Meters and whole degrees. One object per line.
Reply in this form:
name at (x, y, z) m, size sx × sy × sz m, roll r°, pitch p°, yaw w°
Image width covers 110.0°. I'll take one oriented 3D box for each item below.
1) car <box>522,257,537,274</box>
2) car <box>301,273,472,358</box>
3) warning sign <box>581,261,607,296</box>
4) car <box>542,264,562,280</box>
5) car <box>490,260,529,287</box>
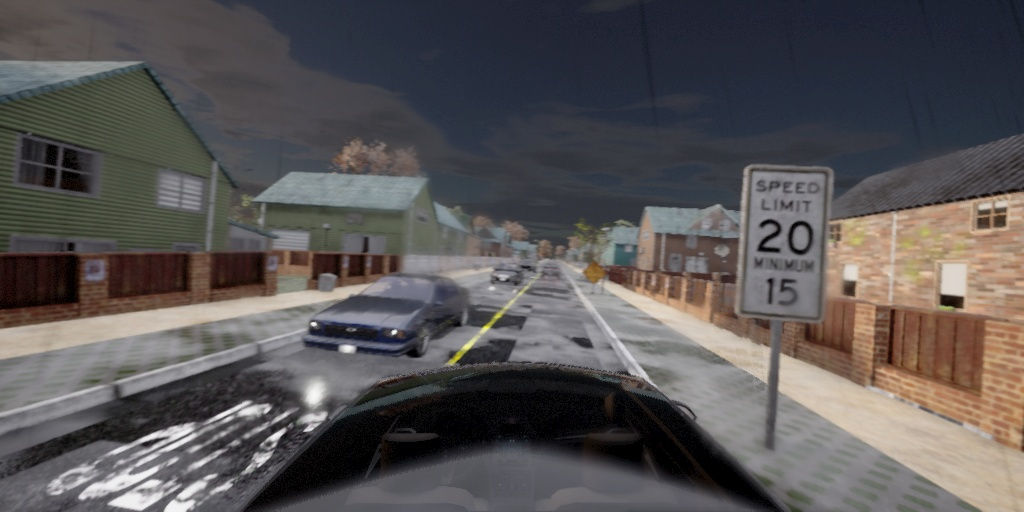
car at (1.826, 0.961, 41.403) m, size 2.097 × 1.767 × 4.553 m, roll 4°, pitch 0°, yaw 7°
car at (-2.295, 1.129, 8.380) m, size 2.033 × 1.411 × 5.357 m, roll 4°, pitch 0°, yaw 7°
warning sign at (4.395, 1.188, 19.428) m, size 1.300 × 1.860 × 1.060 m, roll 0°, pitch 0°, yaw 7°
car at (4.064, 1.542, 36.837) m, size 2.128 × 1.511 × 4.902 m, roll 4°, pitch 0°, yaw 7°
car at (-0.258, 1.227, 25.170) m, size 2.128 × 1.511 × 4.902 m, roll 4°, pitch 0°, yaw 7°
